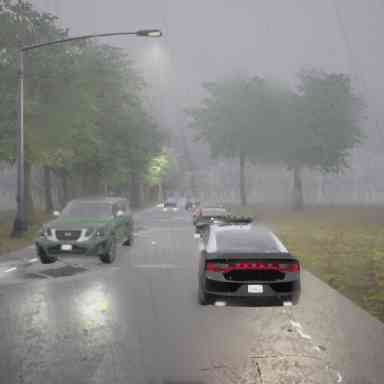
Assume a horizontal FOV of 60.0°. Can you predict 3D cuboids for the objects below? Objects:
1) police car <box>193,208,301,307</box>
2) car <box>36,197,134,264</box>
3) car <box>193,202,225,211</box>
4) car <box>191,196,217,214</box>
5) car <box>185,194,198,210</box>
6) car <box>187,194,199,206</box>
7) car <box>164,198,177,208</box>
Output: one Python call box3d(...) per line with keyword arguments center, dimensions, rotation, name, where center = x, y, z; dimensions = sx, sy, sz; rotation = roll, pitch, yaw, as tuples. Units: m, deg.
box3d(center=(1.076, 1.423, 8.184), dimensions=(1.930, 1.638, 5.238), rotation=(0, 0, 0), name="police car")
box3d(center=(-3.562, 1.218, 12.233), dimensions=(2.150, 2.045, 5.566), rotation=(0, 0, 0), name="car")
box3d(center=(1.107, 1.503, 18.075), dimensions=(1.837, 1.490, 4.892), rotation=(0, 0, 0), name="car")
box3d(center=(1.125, 1.356, 24.047), dimensions=(2.097, 1.767, 4.553), rotation=(0, 0, 0), name="car")
box3d(center=(0.188, 1.471, 45.534), dimensions=(2.097, 1.767, 4.553), rotation=(0, 0, 1), name="car")
box3d(center=(0.187, 1.463, 59.521), dimensions=(2.150, 2.045, 5.566), rotation=(0, -1, 0), name="car")
box3d(center=(-3.338, 1.651, 51.830), dimensions=(1.882, 1.535, 5.008), rotation=(0, -1, 0), name="car")
